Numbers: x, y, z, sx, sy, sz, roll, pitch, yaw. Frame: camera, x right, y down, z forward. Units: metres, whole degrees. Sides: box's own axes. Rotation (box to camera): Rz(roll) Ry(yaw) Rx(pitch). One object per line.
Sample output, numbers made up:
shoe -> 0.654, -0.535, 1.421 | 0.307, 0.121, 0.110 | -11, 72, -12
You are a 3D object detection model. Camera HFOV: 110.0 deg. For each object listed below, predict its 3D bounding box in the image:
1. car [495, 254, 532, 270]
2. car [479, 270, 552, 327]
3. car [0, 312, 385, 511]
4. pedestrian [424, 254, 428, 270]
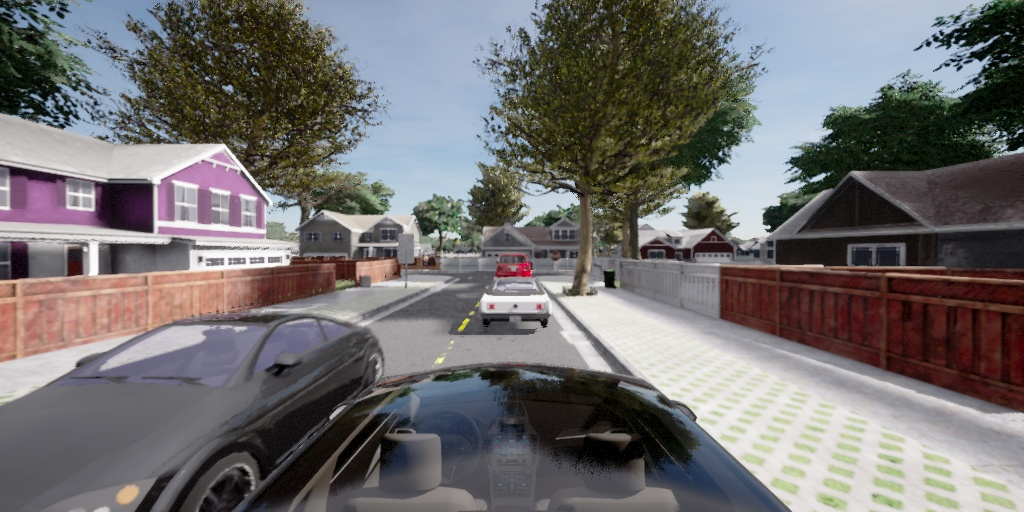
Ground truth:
car -> 0.096, 0.877, 23.279 | 2.150, 2.045, 5.566 | 0, 0, 0
car -> 0.097, 1.311, 11.375 | 1.895, 1.301, 4.718 | 0, 0, 0
car -> -2.848, 1.306, 3.568 | 1.994, 1.385, 4.181 | 0, 0, 0
pedestrian -> -9.758, 0.650, 40.532 | 0.375, 1.860, 0.375 | 0, 1, -1
